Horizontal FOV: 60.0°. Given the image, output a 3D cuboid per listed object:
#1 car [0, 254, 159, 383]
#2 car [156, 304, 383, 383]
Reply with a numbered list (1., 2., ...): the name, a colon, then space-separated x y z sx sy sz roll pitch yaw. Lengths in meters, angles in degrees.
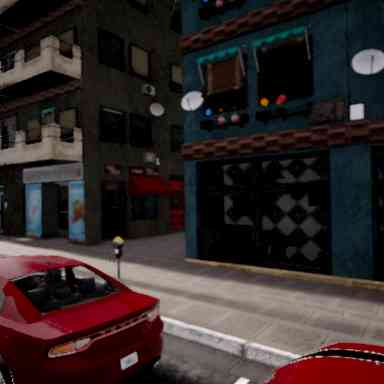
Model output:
1. car: -2.444 1.559 4.633 4.507 1.381 1.887 0 -1 35
2. car: 2.054 1.437 1.430 4.097 1.590 1.967 0 -1 36
